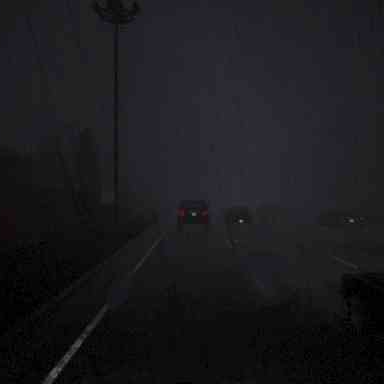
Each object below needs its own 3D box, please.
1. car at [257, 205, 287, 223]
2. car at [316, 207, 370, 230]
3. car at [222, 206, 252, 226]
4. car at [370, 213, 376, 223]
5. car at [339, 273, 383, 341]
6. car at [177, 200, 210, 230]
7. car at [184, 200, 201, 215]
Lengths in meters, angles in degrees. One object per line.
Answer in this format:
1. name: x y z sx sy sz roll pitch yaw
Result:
1. car: 7.110 1.936 29.808 1.837 1.490 4.892 0 0 0
2. car: 10.608 1.912 24.098 1.994 1.385 4.181 0 -1 0
3. car: 3.610 1.894 26.871 1.837 1.490 4.892 0 0 0
4. car: 14.111 2.025 29.464 1.895 1.301 4.718 0 -1 0
5. car: 3.601 1.659 3.924 1.895 1.301 4.718 0 -1 0
6. car: 0.097 1.568 23.970 2.150 2.045 5.566 0 -1 0
7. car: 0.115 1.972 43.143 2.097 1.767 4.553 0 -1 0
